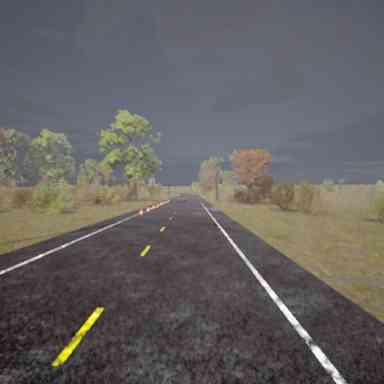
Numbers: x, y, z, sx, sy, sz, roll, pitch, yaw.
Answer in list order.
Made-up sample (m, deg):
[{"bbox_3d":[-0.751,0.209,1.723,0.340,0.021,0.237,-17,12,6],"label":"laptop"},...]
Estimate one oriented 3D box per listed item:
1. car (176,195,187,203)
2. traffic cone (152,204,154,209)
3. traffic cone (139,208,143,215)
[{"bbox_3d":[-2.037,1.302,65.236,1.882,1.535,5.008,0,0,0],"label":"car"},{"bbox_3d":[-4.888,1.842,42.069,0.340,0.580,0.340,0,0,0],"label":"traffic cone"},{"bbox_3d":[-4.891,1.868,32.068,0.340,0.580,0.340,0,0,0],"label":"traffic cone"}]
